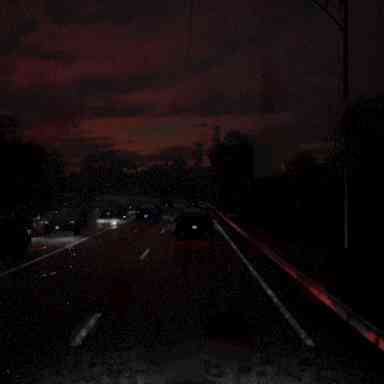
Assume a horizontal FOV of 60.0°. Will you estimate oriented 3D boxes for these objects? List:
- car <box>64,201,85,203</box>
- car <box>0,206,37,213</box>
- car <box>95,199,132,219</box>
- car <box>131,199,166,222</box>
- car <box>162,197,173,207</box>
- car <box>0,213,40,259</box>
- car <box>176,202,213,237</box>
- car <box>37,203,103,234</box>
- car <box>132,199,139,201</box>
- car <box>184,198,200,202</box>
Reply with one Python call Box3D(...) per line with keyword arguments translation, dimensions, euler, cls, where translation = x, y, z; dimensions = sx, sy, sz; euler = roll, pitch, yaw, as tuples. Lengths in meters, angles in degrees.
Box3D(translation=(-10.457, 1.546, 29.245), dimensions=(1.837, 1.490, 4.892), euler=(0, 0, 0), cls="car")
Box3D(translation=(-10.508, 1.551, 18.999), dimensions=(2.128, 1.511, 4.902), euler=(0, 0, 0), cls="car")
Box3D(translation=(-6.956, 1.603, 29.627), dimensions=(1.994, 1.385, 4.181), euler=(0, 0, 0), cls="car")
Box3D(translation=(-3.361, 1.578, 26.587), dimensions=(1.812, 1.442, 4.674), euler=(0, 0, 0), cls="car")
Box3D(translation=(-3.581, 1.432, 47.453), dimensions=(1.895, 1.301, 4.718), euler=(0, 1, -3), cls="car")
Box3D(translation=(-7.065, 1.601, 10.918), dimensions=(1.994, 1.385, 4.181), euler=(0, 0, 0), cls="car")
Box3D(translation=(0.127, 1.536, 18.361), dimensions=(1.882, 1.535, 5.008), euler=(0, 0, 0), cls="car")
Box3D(translation=(-7.006, 1.586, 19.674), dimensions=(1.812, 1.442, 4.674), euler=(0, 0, 1), cls="car")
Box3D(translation=(-6.952, 1.512, 39.622), dimensions=(1.994, 1.385, 4.181), euler=(0, 1, 0), cls="car")
Box3D(translation=(0.018, 1.459, 42.437), dimensions=(2.033, 1.411, 5.357), euler=(0, 1, -1), cls="car")
